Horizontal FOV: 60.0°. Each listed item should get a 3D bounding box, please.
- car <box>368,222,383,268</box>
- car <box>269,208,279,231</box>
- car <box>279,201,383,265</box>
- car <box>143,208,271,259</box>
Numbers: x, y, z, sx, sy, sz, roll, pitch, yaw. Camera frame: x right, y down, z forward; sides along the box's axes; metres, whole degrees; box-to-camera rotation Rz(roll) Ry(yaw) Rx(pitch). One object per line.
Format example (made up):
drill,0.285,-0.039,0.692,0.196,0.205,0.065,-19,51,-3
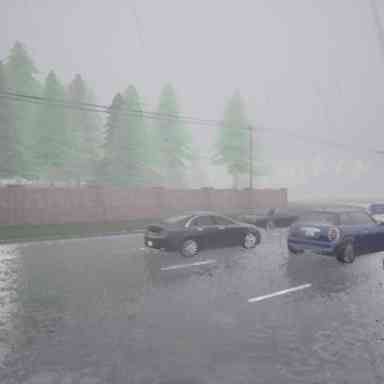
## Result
car,6.673,1.532,8.524,4.674,1.442,1.812,0,0,-36
car,4.985,1.611,20.203,4.718,1.301,1.895,0,0,-36
car,5.558,1.359,12.010,4.553,1.767,2.097,0,0,-36
car,0.543,1.510,12.733,4.892,1.490,1.837,0,0,-36
